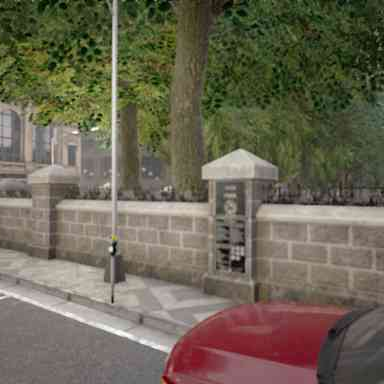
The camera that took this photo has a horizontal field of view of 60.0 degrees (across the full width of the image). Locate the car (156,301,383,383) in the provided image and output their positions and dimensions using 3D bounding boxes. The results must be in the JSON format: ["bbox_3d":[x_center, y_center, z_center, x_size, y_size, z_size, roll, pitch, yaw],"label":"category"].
[{"bbox_3d":[2.027,1.319,1.537,5.009,1.841,2.192,0,0,35],"label":"car"}]
